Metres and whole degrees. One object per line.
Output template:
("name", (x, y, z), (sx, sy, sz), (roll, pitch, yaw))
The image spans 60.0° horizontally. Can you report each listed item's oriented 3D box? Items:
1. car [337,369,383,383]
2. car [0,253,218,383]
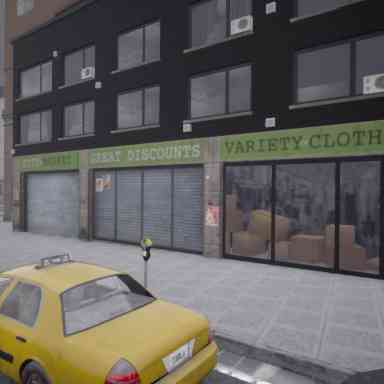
("car", (2.689, 1.551, 1.177), (4.403, 1.369, 2.008), (0, 1, 35))
("car", (-2.003, 1.524, 4.510), (4.829, 1.417, 1.752), (0, 1, 35))
